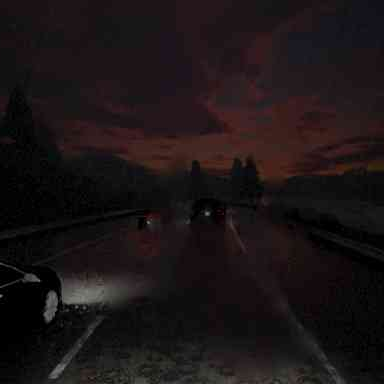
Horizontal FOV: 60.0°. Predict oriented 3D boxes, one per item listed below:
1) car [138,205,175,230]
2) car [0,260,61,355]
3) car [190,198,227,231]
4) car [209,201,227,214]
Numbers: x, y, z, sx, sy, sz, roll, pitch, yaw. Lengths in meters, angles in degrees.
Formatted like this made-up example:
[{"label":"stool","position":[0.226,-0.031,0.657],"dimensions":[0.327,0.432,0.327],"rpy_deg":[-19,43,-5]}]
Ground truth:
[{"label":"car","position":[-2.346,1.674,22.649],"dimensions":[1.837,1.490,4.892],"rpy_deg":[0,0,5]},{"label":"car","position":[-3.303,1.533,4.130],"dimensions":[1.837,1.490,4.892],"rpy_deg":[0,0,1]},{"label":"car","position":[1.118,1.393,22.152],"dimensions":[2.150,2.045,5.566],"rpy_deg":[0,0,5]},{"label":"car","position":[3.325,1.865,41.358],"dimensions":[2.033,1.411,5.357],"rpy_deg":[0,0,7]}]
